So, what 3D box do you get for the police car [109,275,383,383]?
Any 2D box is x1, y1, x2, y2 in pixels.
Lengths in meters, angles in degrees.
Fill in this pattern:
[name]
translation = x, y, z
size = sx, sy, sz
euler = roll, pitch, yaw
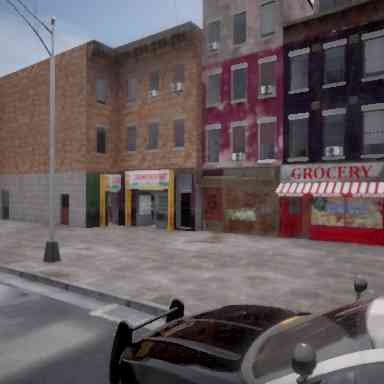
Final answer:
[police car]
translation = 1.542, 1.425, 2.180
size = 5.238, 1.638, 1.930
euler = 0, 0, 35
